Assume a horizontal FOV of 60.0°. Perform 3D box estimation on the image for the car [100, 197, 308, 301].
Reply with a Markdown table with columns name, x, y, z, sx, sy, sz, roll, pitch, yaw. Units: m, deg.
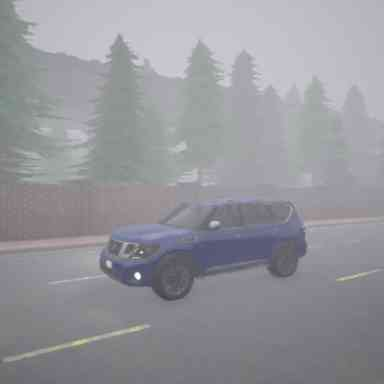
| name | x | y | z | sx | sy | sz | roll | pitch | yaw |
| --- | --- | --- | --- | --- | --- | --- | --- | --- | --- |
| car | 0.565 | 1.177 | 8.531 | 5.566 | 2.045 | 2.150 | 0 | 0 | -33 |

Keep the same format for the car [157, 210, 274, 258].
| name | x | y | z | sx | sy | sz | roll | pitch | yaw |
| --- | --- | --- | --- | --- | --- | --- | --- | --- | --- |
| car | 0.956 | 1.499 | 12.977 | 4.181 | 1.385 | 1.994 | 0 | 0 | -33 |
